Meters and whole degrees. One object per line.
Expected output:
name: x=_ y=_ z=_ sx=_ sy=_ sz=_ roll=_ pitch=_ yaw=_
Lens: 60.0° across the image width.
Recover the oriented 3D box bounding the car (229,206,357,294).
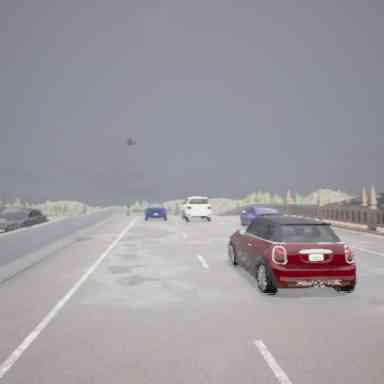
car: x=2.446 y=1.445 z=9.255 sx=2.097 sy=1.767 sz=4.553 roll=0 pitch=-1 yaw=-6

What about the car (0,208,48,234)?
car: x=-9.186 y=1.620 z=17.665 sx=1.837 sy=1.490 sz=4.892 roll=0 pitch=-1 yaw=-6

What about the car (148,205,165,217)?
car: x=-4.540 y=2.439 z=42.582 sx=1.994 sy=1.385 sz=4.181 roll=0 pitch=-4 yaw=-6

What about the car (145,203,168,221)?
car: x=-3.254 y=1.759 z=30.236 sx=1.882 sy=1.535 sz=5.008 roll=0 pitch=-1 yaw=-6

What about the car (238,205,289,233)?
car: x=4.609 y=1.695 z=22.288 sx=1.882 sy=1.535 sz=5.008 roll=0 pitch=0 yaw=-6

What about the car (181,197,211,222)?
car: x=0.326 y=1.500 z=29.657 sx=2.150 sy=2.045 sz=5.566 roll=0 pitch=-1 yaw=-6
